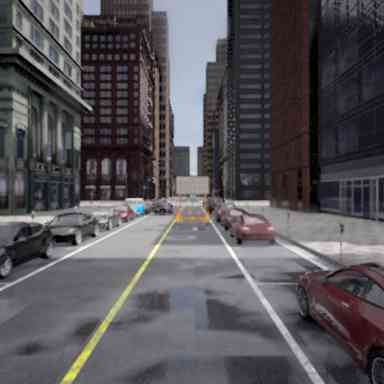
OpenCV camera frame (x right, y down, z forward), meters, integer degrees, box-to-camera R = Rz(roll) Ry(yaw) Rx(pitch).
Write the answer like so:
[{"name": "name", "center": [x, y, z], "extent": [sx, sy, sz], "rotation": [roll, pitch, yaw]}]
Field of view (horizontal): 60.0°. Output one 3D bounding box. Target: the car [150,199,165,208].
[{"name": "car", "center": [-5.673, 1.874, 55.294], "extent": [1.947, 1.339, 4.313], "rotation": [0, 0, 0]}]

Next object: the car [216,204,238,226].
[{"name": "car", "center": [2.795, 1.693, 21.466], "extent": [1.802, 1.307, 4.206], "rotation": [0, 0, 0]}]

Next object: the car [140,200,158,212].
[{"name": "car", "center": [-5.692, 1.822, 44.021], "extent": [1.802, 1.307, 4.206], "rotation": [0, 0, 0]}]

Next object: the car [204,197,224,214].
[{"name": "car", "center": [2.822, 1.521, 38.375], "extent": [2.192, 1.841, 5.009], "rotation": [0, 0, 0]}]

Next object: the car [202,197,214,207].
[{"name": "car", "center": [2.860, 1.782, 60.919], "extent": [1.967, 1.590, 4.097], "rotation": [0, 0, 0]}]

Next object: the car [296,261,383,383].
[{"name": "car", "center": [2.767, 1.606, 4.557], "extent": [1.802, 1.307, 4.206], "rotation": [0, 0, 0]}]

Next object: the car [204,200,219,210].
[{"name": "car", "center": [2.842, 1.838, 49.646], "extent": [1.947, 1.339, 4.313], "rotation": [0, 0, 0]}]

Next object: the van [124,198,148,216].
[{"name": "van", "center": [-5.712, 1.515, 32.749], "extent": [1.690, 1.788, 3.998], "rotation": [0, 0, 0]}]

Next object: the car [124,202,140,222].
[{"name": "car", "center": [-5.720, 1.725, 27.112], "extent": [1.802, 1.307, 4.206], "rotation": [0, 0, 0]}]

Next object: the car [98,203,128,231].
[{"name": "car", "center": [-5.730, 1.663, 21.475], "extent": [2.008, 1.369, 4.403], "rotation": [0, 0, 0]}]

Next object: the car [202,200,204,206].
[{"name": "car", "center": [2.832, 1.554, 44.011], "extent": [2.192, 1.841, 5.009], "rotation": [0, 0, 0]}]

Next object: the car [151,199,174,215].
[{"name": "car", "center": [-3.032, 1.761, 36.806], "extent": [1.994, 1.385, 4.181], "rotation": [0, 0, 0]}]

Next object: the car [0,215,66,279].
[{"name": "car", "center": [-5.748, 1.619, 10.202], "extent": [1.947, 1.339, 4.313], "rotation": [0, 0, 0]}]

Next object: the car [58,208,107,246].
[{"name": "car", "center": [-5.739, 1.648, 15.838], "extent": [1.947, 1.339, 4.313], "rotation": [0, 0, 0]}]

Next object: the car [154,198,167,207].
[{"name": "car", "center": [-5.664, 1.894, 60.931], "extent": [2.008, 1.369, 4.403], "rotation": [0, 0, 0]}]

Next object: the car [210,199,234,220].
[{"name": "car", "center": [2.804, 1.582, 27.103], "extent": [1.967, 1.590, 4.097], "rotation": [0, 0, 0]}]

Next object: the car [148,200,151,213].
[{"name": "car", "center": [-5.702, 1.731, 38.215], "extent": [1.752, 1.417, 4.829], "rotation": [0, 0, 0]}]

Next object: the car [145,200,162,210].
[{"name": "car", "center": [-5.683, 1.839, 49.657], "extent": [1.947, 1.339, 4.313], "rotation": [0, 0, 0]}]

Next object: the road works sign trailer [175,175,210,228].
[{"name": "road works sign trailer", "center": [0.039, 0.586, 23.366], "extent": [2.380, 3.560, 2.880], "rotation": [0, 0, 0]}]

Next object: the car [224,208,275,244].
[{"name": "car", "center": [2.786, 1.663, 15.829], "extent": [1.802, 1.307, 4.206], "rotation": [0, 0, 0]}]
